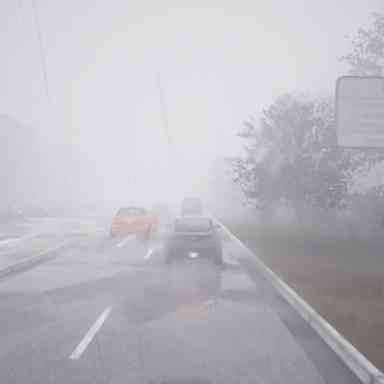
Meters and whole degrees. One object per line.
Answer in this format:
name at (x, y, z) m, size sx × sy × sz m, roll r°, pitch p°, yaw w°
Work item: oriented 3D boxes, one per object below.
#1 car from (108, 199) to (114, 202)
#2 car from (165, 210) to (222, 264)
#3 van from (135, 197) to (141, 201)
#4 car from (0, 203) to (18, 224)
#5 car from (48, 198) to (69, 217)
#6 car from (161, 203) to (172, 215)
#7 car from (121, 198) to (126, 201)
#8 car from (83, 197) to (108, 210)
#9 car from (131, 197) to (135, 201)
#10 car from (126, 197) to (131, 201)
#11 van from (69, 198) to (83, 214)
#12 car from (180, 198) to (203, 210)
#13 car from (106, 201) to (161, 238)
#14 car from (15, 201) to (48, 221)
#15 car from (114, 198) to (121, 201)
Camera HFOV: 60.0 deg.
car at (-15.681, 2.125, 57.983) m, size 2.097 × 1.535 × 5.008 m, roll 0°, pitch -1°, yaw 0°
car at (0.048, 1.651, 12.411) m, size 1.837 × 1.490 × 4.892 m, roll 0°, pitch 0°, yaw 0°
van at (-15.884, 2.287, 91.137) m, size 1.878 × 1.987 × 4.442 m, roll 0°, pitch -1°, yaw 0°
car at (-15.479, 1.779, 24.956) m, size 2.002 × 1.452 × 4.674 m, roll 0°, pitch -1°, yaw 0°
car at (-15.546, 1.742, 35.911) m, size 2.185 × 1.767 × 4.553 m, roll 0°, pitch -1°, yaw 0°
car at (-3.281, 1.921, 36.040) m, size 1.837 × 1.490 × 4.892 m, roll 0°, pitch -1°, yaw 0°
car at (-15.749, 2.129, 69.059) m, size 2.185 × 1.767 × 4.553 m, roll 0°, pitch -1°, yaw 0°
car at (-15.647, 1.810, 52.553) m, size 2.435 × 2.045 × 5.566 m, roll 0°, pitch -1°, yaw 0°
car at (-15.817, 2.425, 80.204) m, size 2.002 × 1.452 × 4.674 m, roll 0°, pitch -1°, yaw 0°
car at (-15.782, 2.193, 74.584) m, size 2.185 × 1.767 × 4.553 m, roll 0°, pitch -1°, yaw 0°
van at (-15.579, 1.704, 41.290) m, size 1.878 × 1.987 × 4.442 m, roll 0°, pitch -1°, yaw 0°
car at (-0.028, 1.627, 35.238) m, size 2.150 × 2.045 × 5.566 m, roll 0°, pitch -1°, yaw 0°
car at (-3.221, 1.574, 19.189) m, size 2.097 × 1.767 × 4.553 m, roll 0°, pitch -1°, yaw 0°
car at (-15.512, 1.677, 30.387) m, size 2.185 × 1.767 × 4.553 m, roll 0°, pitch -1°, yaw 0°
car at (-15.715, 2.191, 63.508) m, size 2.231 × 1.521 × 4.892 m, roll 0°, pitch -1°, yaw 0°
